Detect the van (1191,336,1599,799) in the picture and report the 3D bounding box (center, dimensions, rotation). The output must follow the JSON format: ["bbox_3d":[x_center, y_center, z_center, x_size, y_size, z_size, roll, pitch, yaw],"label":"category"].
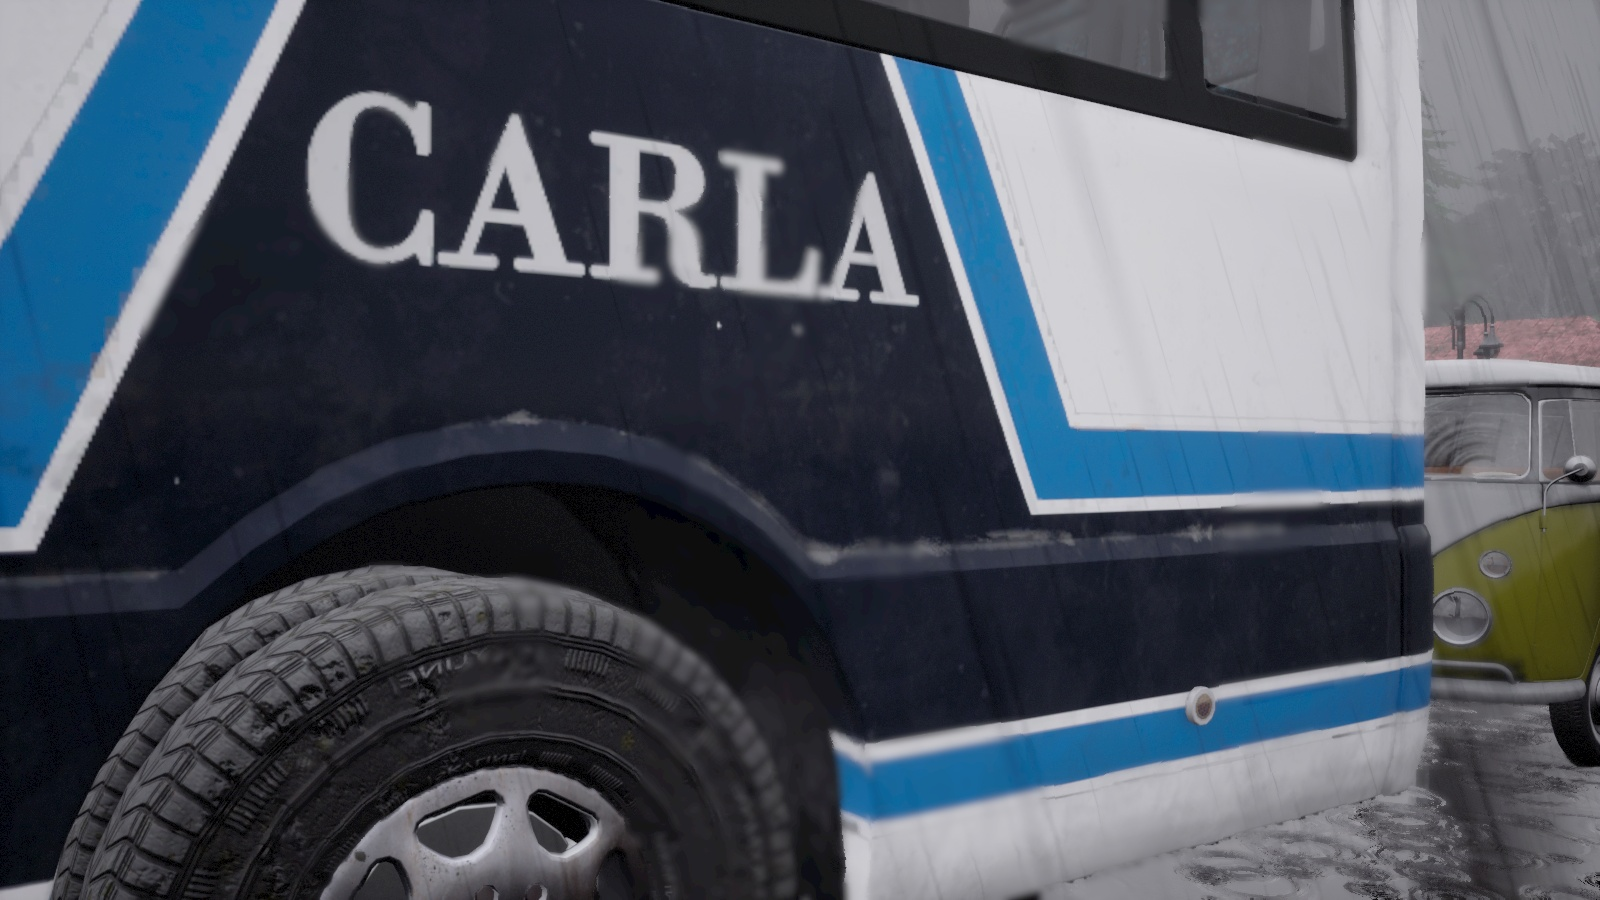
[{"bbox_3d":[4.460,0.506,7.382,4.442,1.987,1.775,0,0,-35],"label":"van"}]

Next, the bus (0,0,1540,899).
[{"bbox_3d":[-3.492,-0.620,1.849,10.273,4.253,3.944,0,0,-35],"label":"bus"}]
